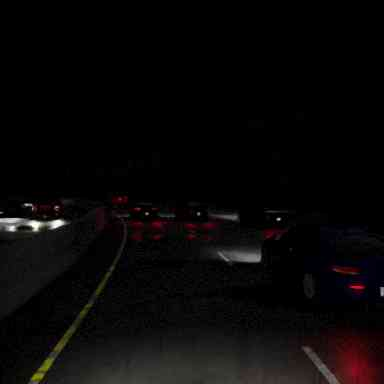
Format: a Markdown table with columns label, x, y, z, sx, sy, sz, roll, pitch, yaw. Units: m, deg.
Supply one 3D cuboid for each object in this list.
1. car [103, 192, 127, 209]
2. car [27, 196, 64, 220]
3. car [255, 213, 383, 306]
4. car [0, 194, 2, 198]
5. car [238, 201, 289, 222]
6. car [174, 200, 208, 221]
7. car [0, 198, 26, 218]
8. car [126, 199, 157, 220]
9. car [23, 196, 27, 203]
| label | x | y | z | sx | sy | sz | roll | pitch | yaw |
| --- | --- | --- | --- | --- | --- | --- | --- | --- | --- |
| car | -9.658 | 1.000 | 41.687 | 2.150 | 2.045 | 5.566 | 0 | -1 | -26 |
| car | -11.452 | 1.226 | 26.507 | 2.097 | 1.767 | 4.553 | 0 | 0 | -18 |
| car | 3.072 | 1.467 | 7.808 | 1.812 | 1.442 | 4.674 | 0 | 0 | -5 |
| car | -37.859 | 1.039 | 63.071 | 2.150 | 2.045 | 5.566 | -1 | 1 | -45 |
| car | 4.515 | 1.339 | 21.579 | 2.128 | 1.511 | 4.902 | 0 | 0 | -12 |
| car | -0.103 | 1.361 | 25.855 | 1.812 | 1.442 | 4.674 | 0 | 0 | -15 |
| car | -15.634 | 1.450 | 28.101 | 1.994 | 1.385 | 4.181 | 0 | 0 | -19 |
| car | -3.903 | 1.372 | 26.419 | 1.812 | 1.442 | 4.674 | 0 | 0 | -15 |
| car | -28.588 | 1.375 | 58.206 | 1.994 | 1.385 | 4.181 | -1 | 0 | -39 |
